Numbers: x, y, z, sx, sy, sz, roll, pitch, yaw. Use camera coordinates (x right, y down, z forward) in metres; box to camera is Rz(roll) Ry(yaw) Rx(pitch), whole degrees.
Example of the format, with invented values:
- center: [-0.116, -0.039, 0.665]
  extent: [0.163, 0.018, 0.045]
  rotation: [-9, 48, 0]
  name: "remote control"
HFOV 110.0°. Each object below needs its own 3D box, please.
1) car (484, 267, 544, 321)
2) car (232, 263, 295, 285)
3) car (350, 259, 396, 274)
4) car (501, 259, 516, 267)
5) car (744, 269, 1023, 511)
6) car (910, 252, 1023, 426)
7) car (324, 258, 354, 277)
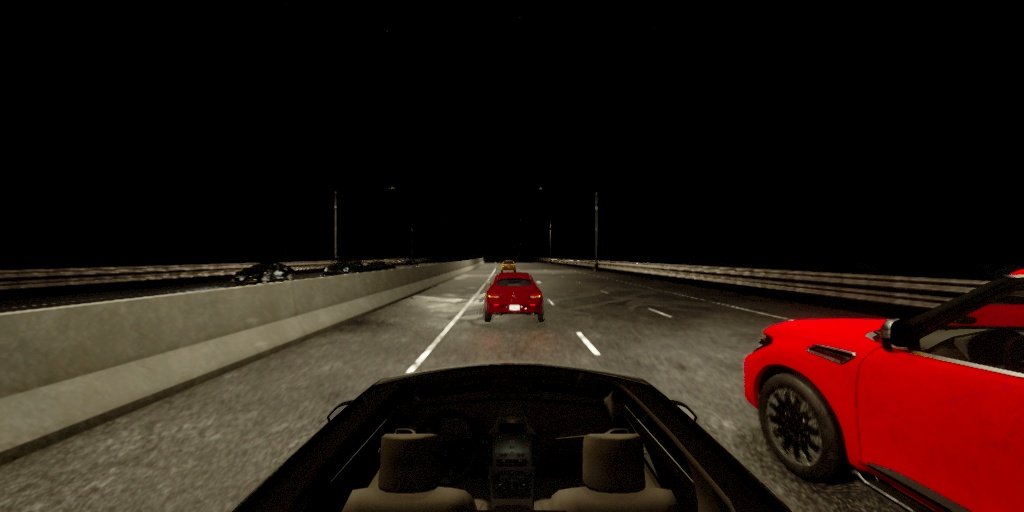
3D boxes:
- center: [0.057, 1.279, 12.352]
  extent: [1.812, 1.442, 4.674]
  rotation: [0, 0, 0]
  name: "car"
- center: [-17.785, 1.261, 25.953]
  extent: [1.837, 1.490, 4.892]
  rotation: [0, 0, -1]
  name: "car"
- center: [-10.827, 1.231, 28.842]
  extent: [1.882, 1.535, 5.008]
  rotation: [0, 0, -1]
  name: "car"
- center: [-0.438, 1.202, 44.263]
  extent: [1.801, 1.575, 5.366]
  rotation: [0, 0, -1]
  name: "car"
- center: [3.595, 0.971, 1.512]
  extent: [2.150, 2.045, 5.566]
  rotation: [0, 0, 0]
  name: "car"
- center: [7.095, 0.970, 2.641]
  extent: [2.150, 2.045, 5.566]
  rotation: [0, 0, 0]
  name: "car"
- center: [-14.364, 1.106, 31.107]
  extent: [2.097, 1.767, 4.553]
  rotation: [0, 0, -1]
  name: "car"
